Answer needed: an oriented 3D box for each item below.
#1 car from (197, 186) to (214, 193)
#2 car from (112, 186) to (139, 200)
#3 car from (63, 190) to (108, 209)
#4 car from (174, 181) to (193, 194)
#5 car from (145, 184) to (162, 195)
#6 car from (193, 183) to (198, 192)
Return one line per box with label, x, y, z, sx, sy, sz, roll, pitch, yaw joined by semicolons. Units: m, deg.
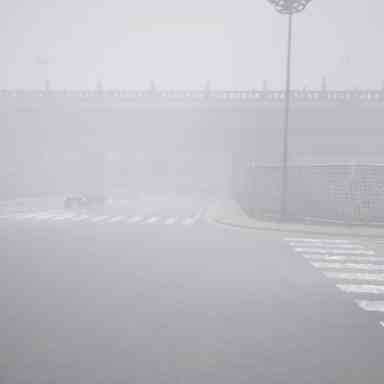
car;2.895;-0.525;62.786;1.994;1.385;4.181;2;2;12
car;-7.181;0.096;36.306;1.812;1.442;4.674;2;2;5
car;-8.099;0.519;25.673;1.895;1.301;4.718;2;2;5
car;-1.692;-0.762;56.289;2.150;2.045;5.566;2;2;6
car;-5.859;-0.413;51.216;1.837;1.490;4.892;2;2;5
car;0.086;-0.951;66.769;2.097;1.767;4.553;2;2;19
